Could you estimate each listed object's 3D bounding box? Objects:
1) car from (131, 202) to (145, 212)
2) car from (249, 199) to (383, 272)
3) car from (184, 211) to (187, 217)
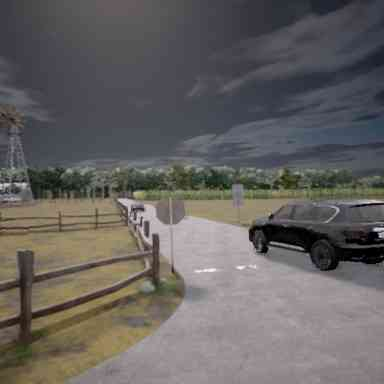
[{"bbox_3d":[-8.075,2.185,49.530,2.033,1.411,5.357,-2,0,-14],"label":"car"},{"bbox_3d":[4.130,1.276,11.401,2.150,2.045,5.566,-2,0,-22],"label":"car"},{"bbox_3d":[-1.910,1.921,35.778,1.812,1.442,4.674,-2,0,-14],"label":"car"}]
